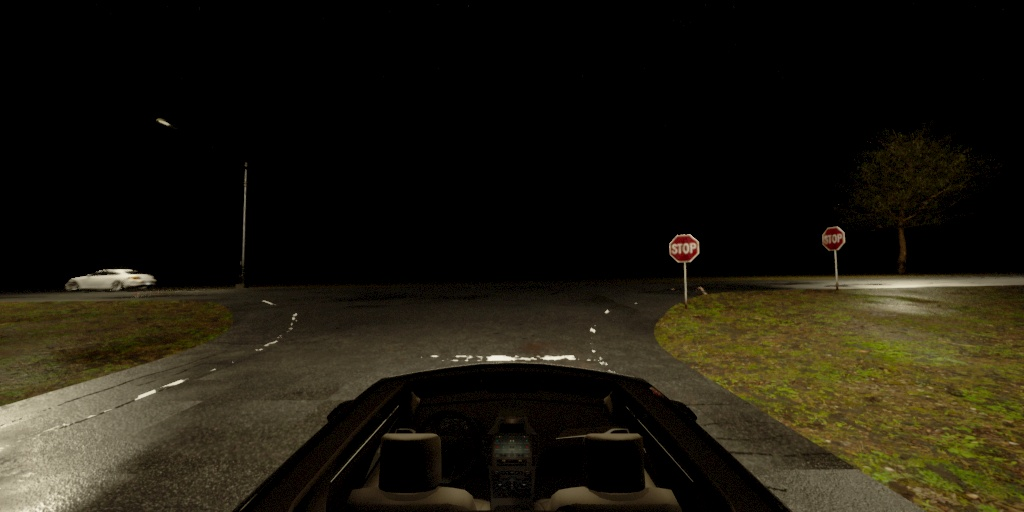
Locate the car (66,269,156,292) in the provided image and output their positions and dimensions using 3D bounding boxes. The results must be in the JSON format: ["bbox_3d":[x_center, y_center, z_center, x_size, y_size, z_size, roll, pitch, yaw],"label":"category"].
[{"bbox_3d":[-26.314,1.612,23.661,4.674,1.442,1.812,-1,-3,0],"label":"car"}]
